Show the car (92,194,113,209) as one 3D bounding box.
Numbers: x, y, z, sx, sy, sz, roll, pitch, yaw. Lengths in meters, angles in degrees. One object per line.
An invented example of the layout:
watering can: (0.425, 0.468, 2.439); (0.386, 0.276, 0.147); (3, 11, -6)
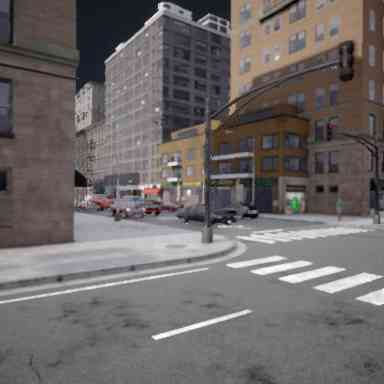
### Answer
car: (-10.909, 1.286, 41.362); (2.150, 2.045, 5.566); (1, 0, -35)

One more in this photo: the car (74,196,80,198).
car: (-15.219, 1.594, 43.018); (2.008, 1.369, 4.403); (1, 0, -35)

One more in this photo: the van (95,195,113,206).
van: (-15.017, 1.463, 56.651); (1.690, 1.788, 3.998); (1, 0, -35)

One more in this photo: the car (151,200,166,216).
car: (-4.850, 1.665, 32.723); (1.895, 1.301, 4.718); (1, 0, -35)

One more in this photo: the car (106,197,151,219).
car: (-5.686, 1.482, 29.512); (1.967, 1.590, 4.097); (1, 0, -35)

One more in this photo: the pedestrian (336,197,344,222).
pedestrian: (10.991, 1.285, 24.784); (0.375, 1.860, 0.375); (1, 0, -35)

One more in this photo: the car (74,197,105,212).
car: (-12.042, 1.623, 38.516); (1.802, 1.307, 4.206); (1, 0, -35)

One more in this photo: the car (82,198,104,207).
car: (-16.033, 1.698, 53.693); (1.895, 1.301, 4.718); (1, 0, -35)

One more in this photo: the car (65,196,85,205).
car: (-21.859, 1.598, 61.944); (2.128, 1.511, 4.902); (1, 0, -35)

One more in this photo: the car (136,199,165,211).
car: (-5.486, 1.679, 43.143); (1.947, 1.339, 4.313); (1, 0, -35)

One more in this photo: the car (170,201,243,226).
car: (0.927, 1.614, 24.510); (2.033, 1.411, 5.357); (1, 0, -37)

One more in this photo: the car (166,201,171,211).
car: (-2.309, 1.695, 38.641); (1.802, 1.307, 4.206); (1, 0, -35)

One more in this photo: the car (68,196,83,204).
car: (-24.551, 1.577, 70.158); (1.967, 1.590, 4.097); (1, 0, -35)

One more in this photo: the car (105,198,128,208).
car: (-11.841, 1.668, 52.148); (2.008, 1.369, 4.403); (1, 0, -35)

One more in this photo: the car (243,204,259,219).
car: (4.047, 1.681, 29.635); (1.947, 1.339, 4.313); (1, 0, -35)
